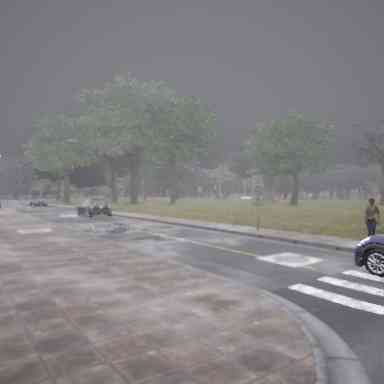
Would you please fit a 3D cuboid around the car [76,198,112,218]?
[{"bbox_3d":[-9.137,1.380,30.721,2.097,1.767,4.553,-1,0,-35],"label":"car"}]

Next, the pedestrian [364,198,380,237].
[{"bbox_3d":[6.998,1.145,12.934,0.375,1.860,0.375,0,0,-35],"label":"pedestrian"}]

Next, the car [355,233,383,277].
[{"bbox_3d":[6.641,1.413,8.422,2.097,1.767,4.553,-1,1,-35],"label":"car"}]

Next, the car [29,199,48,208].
[{"bbox_3d":[-23.912,1.692,51.614,1.895,1.301,4.718,-1,0,-36],"label":"car"}]
